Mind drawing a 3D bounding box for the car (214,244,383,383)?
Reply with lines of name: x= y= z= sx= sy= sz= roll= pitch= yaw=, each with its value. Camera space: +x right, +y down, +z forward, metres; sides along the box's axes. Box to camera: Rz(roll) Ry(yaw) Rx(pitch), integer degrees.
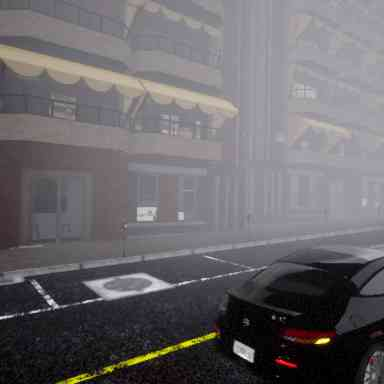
car: x=2.425 y=1.528 z=4.891 sx=4.674 sy=1.442 sz=1.812 roll=0 pitch=0 yaw=-35
